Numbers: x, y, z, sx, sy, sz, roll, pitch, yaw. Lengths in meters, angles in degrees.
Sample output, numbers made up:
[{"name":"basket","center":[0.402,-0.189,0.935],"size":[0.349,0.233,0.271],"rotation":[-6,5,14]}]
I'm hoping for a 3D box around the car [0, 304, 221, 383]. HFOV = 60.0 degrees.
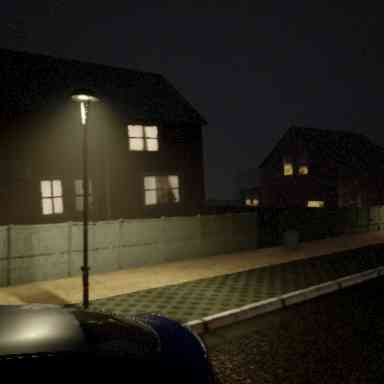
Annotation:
[{"name":"car","center":[-1.877,1.531,1.766],"size":[4.674,1.442,1.812],"rotation":[0,0,-36]}]
